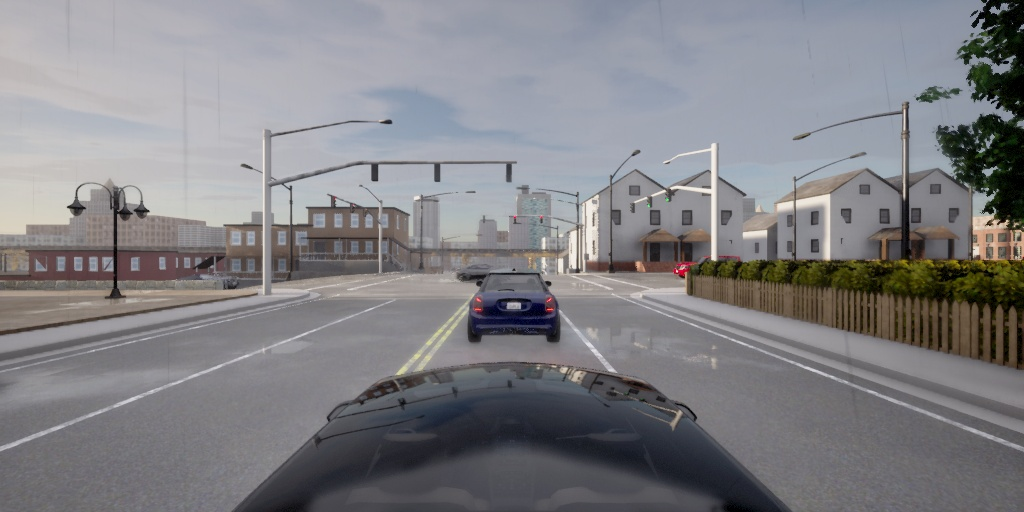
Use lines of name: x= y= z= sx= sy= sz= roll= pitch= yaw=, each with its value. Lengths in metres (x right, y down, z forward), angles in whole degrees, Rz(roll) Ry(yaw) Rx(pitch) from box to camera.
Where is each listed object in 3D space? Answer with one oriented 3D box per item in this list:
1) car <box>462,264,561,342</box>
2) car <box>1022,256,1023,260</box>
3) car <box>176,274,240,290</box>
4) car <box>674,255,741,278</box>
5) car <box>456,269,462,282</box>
car: x=0.051 y=1.102 z=9.905 sx=2.097 sy=1.767 sz=4.553 roll=0 pitch=0 yaw=0
car: x=42.772 y=0.971 z=27.757 sx=5.566 sy=2.045 sz=2.150 roll=0 pitch=0 yaw=-1
car: x=-23.008 y=2.070 z=26.660 sx=4.674 sy=1.442 sz=1.812 roll=-8 pitch=0 yaw=-1
car: x=17.029 y=0.971 z=31.031 sx=5.566 sy=2.045 sz=2.150 roll=0 pitch=0 yaw=-1
car: x=-2.093 y=1.267 z=27.002 sx=4.181 sy=1.385 sz=1.994 roll=0 pitch=0 yaw=-1
